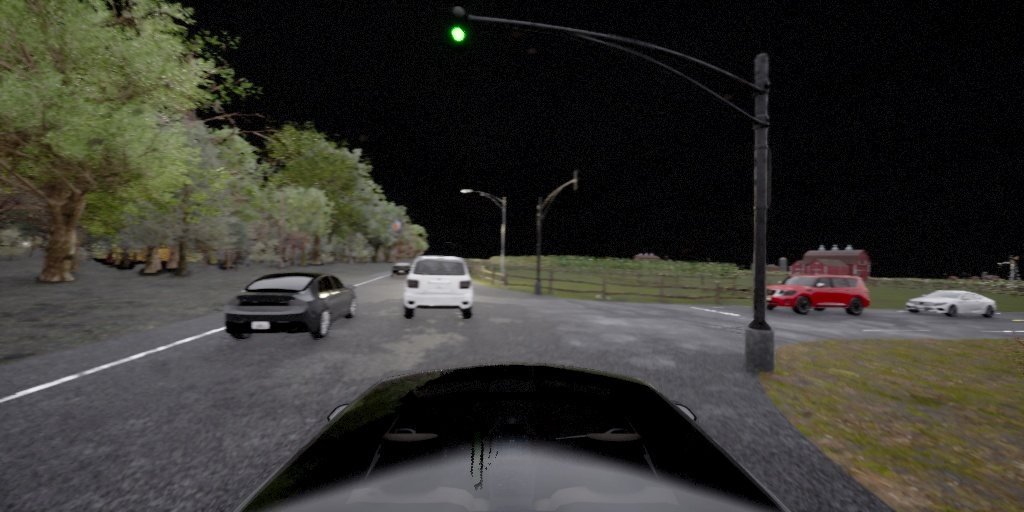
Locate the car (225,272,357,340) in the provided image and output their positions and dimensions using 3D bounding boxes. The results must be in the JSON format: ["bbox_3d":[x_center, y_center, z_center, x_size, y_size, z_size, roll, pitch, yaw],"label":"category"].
[{"bbox_3d":[-5.536,1.168,9.616,1.837,1.490,4.892,2,-1,-11],"label":"car"}]

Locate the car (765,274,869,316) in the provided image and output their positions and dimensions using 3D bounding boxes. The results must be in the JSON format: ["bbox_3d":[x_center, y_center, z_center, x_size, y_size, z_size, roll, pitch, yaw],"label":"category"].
[{"bbox_3d":[15.968,1.986,19.115,5.566,2.045,2.150,3,-2,-11],"label":"car"}]

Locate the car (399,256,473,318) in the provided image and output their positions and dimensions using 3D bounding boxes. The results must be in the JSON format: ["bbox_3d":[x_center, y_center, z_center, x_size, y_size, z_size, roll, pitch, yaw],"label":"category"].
[{"bbox_3d":[-2.712,1.028,13.403,2.150,2.045,5.566,2,-1,-11],"label":"car"}]

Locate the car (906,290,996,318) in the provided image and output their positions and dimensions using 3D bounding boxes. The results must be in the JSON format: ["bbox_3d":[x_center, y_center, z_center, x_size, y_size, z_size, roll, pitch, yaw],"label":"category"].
[{"bbox_3d":[25.732,2.750,21.005,4.674,1.442,1.812,3,-2,-11],"label":"car"}]

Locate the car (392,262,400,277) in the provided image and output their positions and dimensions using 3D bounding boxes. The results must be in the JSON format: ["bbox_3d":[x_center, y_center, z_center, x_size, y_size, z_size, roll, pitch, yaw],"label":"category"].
[{"bbox_3d":[-10.688,1.287,35.536,1.882,1.535,5.008,2,-1,-11],"label":"car"}]

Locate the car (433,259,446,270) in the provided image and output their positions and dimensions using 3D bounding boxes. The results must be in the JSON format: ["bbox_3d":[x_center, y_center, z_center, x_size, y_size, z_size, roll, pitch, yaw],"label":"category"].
[{"bbox_3d":[-12.837,1.433,63.801,2.097,1.767,4.553,2,-1,-11],"label":"car"}]
